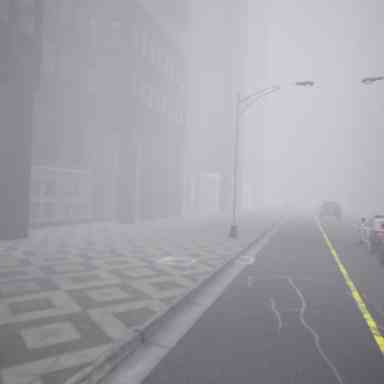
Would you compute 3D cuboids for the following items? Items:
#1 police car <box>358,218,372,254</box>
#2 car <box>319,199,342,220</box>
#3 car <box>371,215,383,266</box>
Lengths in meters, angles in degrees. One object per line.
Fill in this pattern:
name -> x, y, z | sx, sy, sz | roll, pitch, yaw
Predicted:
police car -> 9.072, 1.900, 15.532 | 1.930, 1.638, 5.238 | 2, 0, 19
car -> 16.050, 2.124, 38.664 | 2.150, 2.045, 5.566 | 2, 0, 19
car -> 7.119, 1.582, 9.779 | 2.150, 2.045, 5.566 | 2, 0, 19
